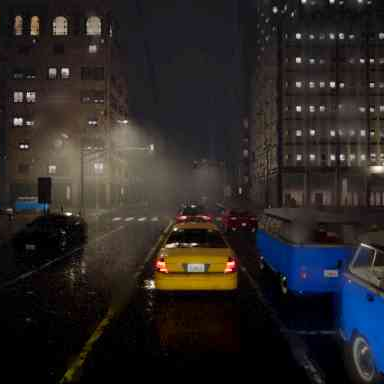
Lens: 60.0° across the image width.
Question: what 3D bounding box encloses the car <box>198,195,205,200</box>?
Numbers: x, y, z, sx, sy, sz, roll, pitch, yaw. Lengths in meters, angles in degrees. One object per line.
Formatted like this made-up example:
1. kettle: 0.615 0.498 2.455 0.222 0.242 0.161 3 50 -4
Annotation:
1. car: 2.690 1.472 91.624 1.752 1.417 4.829 1 0 0

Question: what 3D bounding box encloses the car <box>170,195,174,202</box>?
1. car: -5.688 1.517 74.499 2.008 1.369 4.403 1 0 0

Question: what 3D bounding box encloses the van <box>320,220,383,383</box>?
1. van: 2.703 1.342 2.720 1.690 1.788 3.998 1 0 0

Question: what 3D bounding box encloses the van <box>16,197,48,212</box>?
1. van: -19.740 1.524 40.761 3.998 1.788 1.690 0 0 1

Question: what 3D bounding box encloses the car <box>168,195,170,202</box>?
1. car: -5.687 1.560 63.196 1.802 1.307 4.206 1 0 0

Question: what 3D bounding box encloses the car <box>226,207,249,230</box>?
1. car: 2.698 1.545 19.450 1.887 1.381 4.507 1 0 0

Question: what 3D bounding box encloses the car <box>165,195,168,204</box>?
1. car: -5.684 1.425 57.546 1.967 1.590 4.097 1 0 0

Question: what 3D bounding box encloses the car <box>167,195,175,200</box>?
1. car: -5.690 1.472 91.285 1.752 1.417 4.829 1 0 0

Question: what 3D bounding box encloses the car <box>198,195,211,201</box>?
1. car: 2.693 1.529 63.196 2.008 1.369 4.403 1 0 0

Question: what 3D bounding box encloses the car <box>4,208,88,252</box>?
1. car: -5.682 1.567 13.878 1.947 1.339 4.313 1 0 0

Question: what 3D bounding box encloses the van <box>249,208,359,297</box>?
1. van: 2.702 1.343 8.296 1.690 1.788 3.998 1 0 0

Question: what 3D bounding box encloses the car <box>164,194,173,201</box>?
1. car: -5.687 1.400 80.151 1.967 1.590 4.097 1 0 0

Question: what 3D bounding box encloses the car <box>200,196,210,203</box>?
1. car: 2.693 1.517 68.848 1.887 1.381 4.507 1 0 0

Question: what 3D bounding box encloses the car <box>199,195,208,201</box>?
1. car: 2.691 1.510 80.150 2.008 1.369 4.403 1 0 0

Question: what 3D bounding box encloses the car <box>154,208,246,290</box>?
1. car: 0.096 1.458 9.056 1.801 1.575 5.366 0 0 0

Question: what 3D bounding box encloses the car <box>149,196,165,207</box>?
1. car: -5.686 1.572 51.893 1.802 1.307 4.206 1 0 0

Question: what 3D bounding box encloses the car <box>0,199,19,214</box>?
1. car: -19.847 1.620 32.380 4.403 1.369 2.008 0 0 1

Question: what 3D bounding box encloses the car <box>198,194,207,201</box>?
1. car: 2.692 1.394 85.803 1.967 1.590 4.097 1 0 0

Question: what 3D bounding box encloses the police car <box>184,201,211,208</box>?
1. police car: 0.102 1.505 19.375 2.038 1.542 4.974 0 0 0
